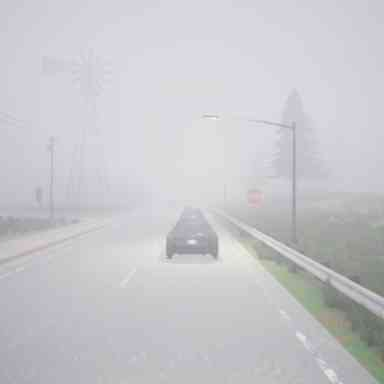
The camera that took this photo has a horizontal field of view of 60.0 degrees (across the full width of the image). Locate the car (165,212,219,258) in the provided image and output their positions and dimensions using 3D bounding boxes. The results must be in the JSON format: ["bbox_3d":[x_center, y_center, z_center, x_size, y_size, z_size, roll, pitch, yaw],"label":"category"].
[{"bbox_3d":[0.014,1.715,13.536,1.994,1.385,4.181,0,-1,0],"label":"car"}]

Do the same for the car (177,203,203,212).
[{"bbox_3d":[-0.014,1.876,28.175,1.994,1.385,4.181,0,-1,-1],"label":"car"}]

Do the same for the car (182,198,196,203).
[{"bbox_3d":[-0.802,2.175,75.794,2.128,1.511,4.902,0,-1,-29],"label":"car"}]

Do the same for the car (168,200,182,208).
[{"bbox_3d":[-3.544,2.185,62.800,2.128,1.511,4.902,0,-1,0],"label":"car"}]
